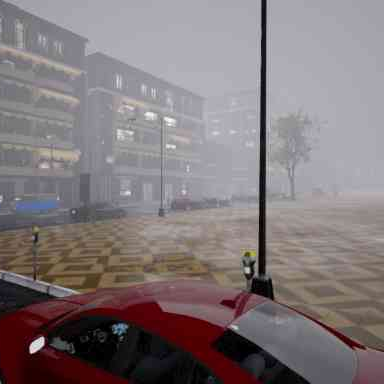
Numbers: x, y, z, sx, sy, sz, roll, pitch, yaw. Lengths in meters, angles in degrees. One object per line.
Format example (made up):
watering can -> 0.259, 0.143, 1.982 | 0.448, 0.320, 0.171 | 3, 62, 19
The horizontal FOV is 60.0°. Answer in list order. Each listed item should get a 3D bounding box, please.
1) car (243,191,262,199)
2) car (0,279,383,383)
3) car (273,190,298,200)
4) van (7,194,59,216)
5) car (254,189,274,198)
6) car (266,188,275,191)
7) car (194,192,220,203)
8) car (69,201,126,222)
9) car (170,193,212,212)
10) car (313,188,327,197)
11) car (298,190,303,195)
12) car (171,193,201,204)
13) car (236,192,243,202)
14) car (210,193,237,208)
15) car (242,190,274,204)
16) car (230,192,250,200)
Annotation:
car -> 11.848, 0.525, 64.947 | 1.752, 1.417, 4.829 | 2, 2, 35
car -> -0.310, 1.544, 3.090 | 4.507, 1.381, 1.887 | 0, 0, 36
car -> 15.734, 0.675, 55.866 | 1.752, 1.417, 4.829 | 2, 2, 35
van -> -13.524, 1.035, 28.530 | 1.690, 1.788, 3.998 | 2, 2, 35
car -> 15.132, 0.227, 69.650 | 2.192, 1.841, 5.009 | 2, 2, 35
car -> 13.242, 0.357, 57.011 | 2.150, 2.045, 5.566 | 1, 1, 35
car -> 2.393, 0.808, 51.380 | 2.008, 1.369, 4.403 | 2, 2, 35
car -> -6.651, 1.329, 23.745 | 1.947, 1.339, 4.313 | 2, 2, 35
car -> -0.284, 1.132, 32.881 | 1.887, 1.381, 4.507 | 2, 2, 35
car -> 29.099, 0.008, 75.579 | 2.150, 2.045, 5.566 | 1, 1, 35
car -> 27.865, 0.114, 87.932 | 1.887, 1.381, 4.507 | 2, 2, 35
car -> -0.791, 0.910, 46.811 | 1.947, 1.339, 4.313 | 2, 2, 35
car -> 7.360, 0.788, 48.472 | 2.128, 1.511, 4.902 | 1, 1, 34
car -> 2.900, 1.050, 37.451 | 2.008, 1.369, 4.403 | 2, 2, 35
car -> 9.268, 0.876, 46.589 | 2.008, 1.369, 4.403 | 2, 2, 35
car -> 8.761, 0.649, 60.519 | 1.947, 1.339, 4.313 | 2, 2, 35
